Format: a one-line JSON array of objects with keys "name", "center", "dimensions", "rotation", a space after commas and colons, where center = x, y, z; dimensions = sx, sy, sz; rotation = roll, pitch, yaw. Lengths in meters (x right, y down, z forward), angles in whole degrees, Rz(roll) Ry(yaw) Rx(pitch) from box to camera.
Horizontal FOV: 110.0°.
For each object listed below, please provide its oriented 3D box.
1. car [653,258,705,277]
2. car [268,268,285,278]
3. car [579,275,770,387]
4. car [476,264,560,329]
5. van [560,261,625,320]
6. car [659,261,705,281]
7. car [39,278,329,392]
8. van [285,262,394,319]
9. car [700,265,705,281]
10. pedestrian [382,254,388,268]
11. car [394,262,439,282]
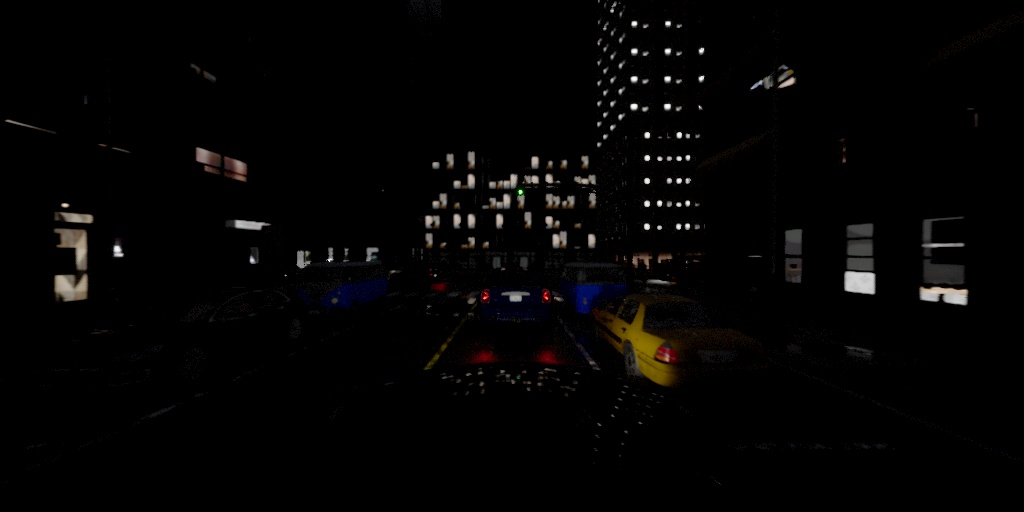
[{"name": "car", "center": [15.243, 1.098, 31.745], "dimensions": [5.009, 1.841, 2.192], "rotation": [0, 0, 0]}, {"name": "car", "center": [-18.438, 0.916, 26.152], "dimensions": [5.566, 2.045, 2.150], "rotation": [0, 1, 0]}, {"name": "car", "center": [2.691, 1.276, 6.980], "dimensions": [1.751, 1.417, 4.829], "rotation": [0, 0, 0]}, {"name": "car", "center": [0.100, 1.104, 11.353], "dimensions": [2.097, 1.767, 4.553], "rotation": [0, 0, 0]}, {"name": "van", "center": [2.693, 1.092, 12.411], "dimensions": [1.690, 1.789, 3.998], "rotation": [0, 0, 0]}, {"name": "car", "center": [14.684, 1.380, 29.149], "dimensions": [4.181, 1.385, 1.994], "rotation": [0, 1, 0]}, {"name": "car", "center": [-5.690, 1.301, 6.841], "dimensions": [2.007, 1.370, 4.403], "rotation": [0, 0, 0]}, {"name": "van", "center": [-5.688, 1.092, 12.443], "dimensions": [1.690, 1.789, 3.998], "rotation": [0, 0, 0]}, {"name": "car", "center": [15.189, 1.443, 23.366], "dimensions": [4.507, 1.381, 1.888], "rotation": [0, 0, 0]}, {"name": "pedestrian", "center": [-12.382, 0.649, 34.848], "dimensions": [0.375, 1.860, 0.375], "rotation": [0, 1, 0]}, {"name": "car", "center": [-8.171, 1.215, 28.549], "dimensions": [4.892, 1.490, 1.837], "rotation": [0, -1, 22]}]
